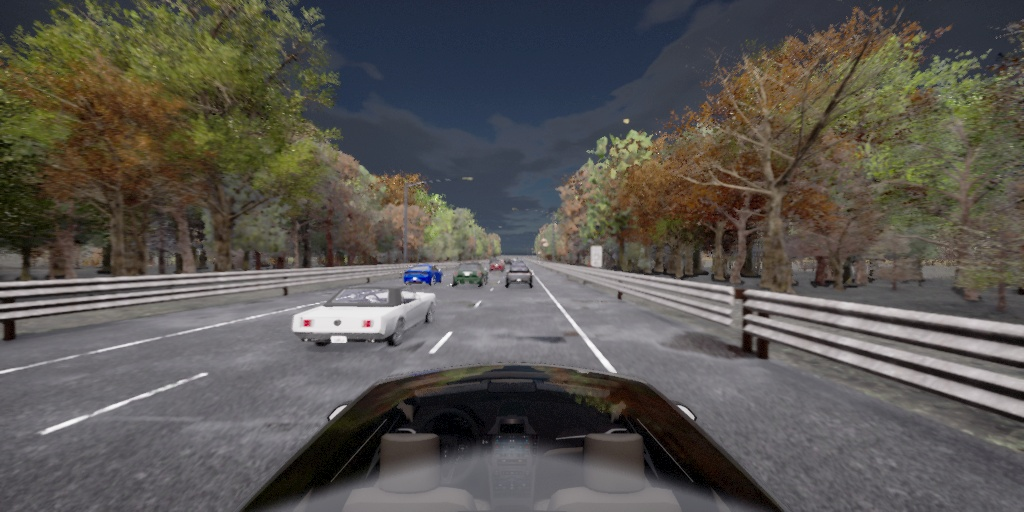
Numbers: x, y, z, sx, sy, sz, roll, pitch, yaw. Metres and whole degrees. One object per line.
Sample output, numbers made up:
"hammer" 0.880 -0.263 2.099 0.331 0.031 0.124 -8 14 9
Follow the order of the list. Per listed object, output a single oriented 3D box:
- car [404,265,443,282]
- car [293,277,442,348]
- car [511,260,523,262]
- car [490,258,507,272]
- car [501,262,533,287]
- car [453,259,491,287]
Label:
"car" -6.468 1.391 26.600 1.882 1.535 5.008 0 0 1
"car" -3.400 1.397 9.403 1.895 1.301 4.718 0 0 1
"car" 1.211 1.687 53.459 2.033 1.411 5.357 0 0 1
"car" -2.238 1.489 55.462 2.097 1.767 4.553 0 0 1
"car" 0.532 1.437 26.412 2.128 1.511 4.902 0 0 1
"car" -2.971 1.280 26.400 2.097 1.767 4.553 0 0 1
